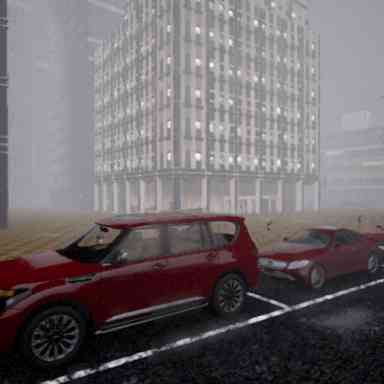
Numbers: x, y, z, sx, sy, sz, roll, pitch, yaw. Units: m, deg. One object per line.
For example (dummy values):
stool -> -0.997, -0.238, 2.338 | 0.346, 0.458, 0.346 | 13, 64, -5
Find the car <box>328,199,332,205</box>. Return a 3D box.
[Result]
car -> 33.725, 2.503, 85.348 | 1.967, 1.590, 4.097 | -1, 0, -36

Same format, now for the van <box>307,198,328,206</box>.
van -> 28.890, 2.375, 77.674 | 1.690, 1.788, 3.998 | -1, 0, -36

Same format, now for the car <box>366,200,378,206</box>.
car -> 40.314, 2.482, 76.366 | 1.802, 1.307, 4.206 | -1, 0, -36

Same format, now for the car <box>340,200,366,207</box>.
car -> 33.806, 2.454, 70.785 | 1.887, 1.381, 4.507 | -1, 0, -36

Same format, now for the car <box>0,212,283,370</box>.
car -> -0.953, 1.327, 5.889 | 5.009, 1.841, 2.192 | 0, -1, -35

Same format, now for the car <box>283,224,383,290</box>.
car -> 3.550, 1.619, 9.093 | 4.206, 1.307, 1.802 | 0, -1, -35
